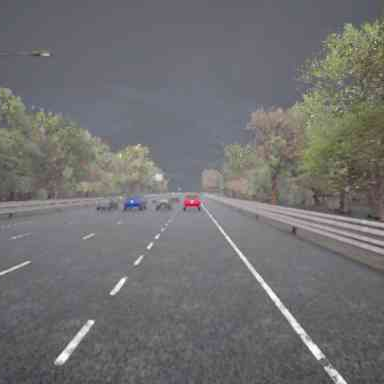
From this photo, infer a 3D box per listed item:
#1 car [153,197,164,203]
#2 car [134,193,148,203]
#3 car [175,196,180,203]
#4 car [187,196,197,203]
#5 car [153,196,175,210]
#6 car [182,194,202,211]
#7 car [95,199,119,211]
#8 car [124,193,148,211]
[{"bbox_3d":[-6.966,1.625,69.256,1.895,1.301,4.718,0,0,0],"label":"car"},{"bbox_3d":[-10.468,1.254,68.872,2.150,2.045,5.566,0,0,0],"label":"car"},{"bbox_3d":[-3.465,1.529,69.479,1.837,1.490,4.892,0,0,0],"label":"car"},{"bbox_3d":[0.035,1.582,69.558,1.994,1.385,4.181,0,0,0],"label":"car"},{"bbox_3d":[-3.488,1.540,42.405,1.812,1.442,4.674,0,0,0],"label":"car"},{"bbox_3d":[0.005,1.237,41.340,2.150,2.045,5.566,0,0,0],"label":"car"},{"bbox_3d":[-10.492,1.562,41.474,2.033,1.411,5.357,0,0,0],"label":"car"},{"bbox_3d":[-6.994,1.238,41.361,2.150,2.045,5.566,0,0,0],"label":"car"}]
